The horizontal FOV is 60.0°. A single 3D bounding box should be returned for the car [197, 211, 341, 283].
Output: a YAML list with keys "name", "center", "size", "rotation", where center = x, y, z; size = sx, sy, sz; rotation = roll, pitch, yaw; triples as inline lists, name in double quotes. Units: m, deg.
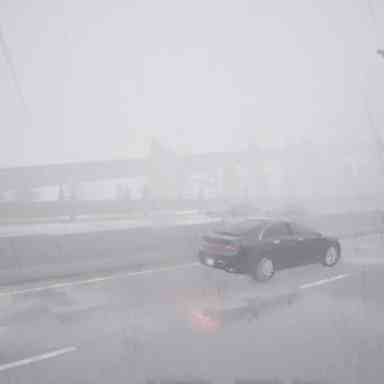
- name: "car"
  center: [2.428, 1.507, 9.774]
  size: [4.892, 1.490, 1.837]
  rotation: [0, 0, -35]

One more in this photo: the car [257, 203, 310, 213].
- name: "car"
  center: [7.620, 1.552, 26.574]
  size: [4.181, 1.385, 1.994]
  rotation: [0, 0, -35]

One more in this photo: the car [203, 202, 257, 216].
- name: "car"
  center: [3.559, 1.539, 27.950]
  size: [5.357, 1.411, 2.033]
  rotation: [0, 0, -35]
